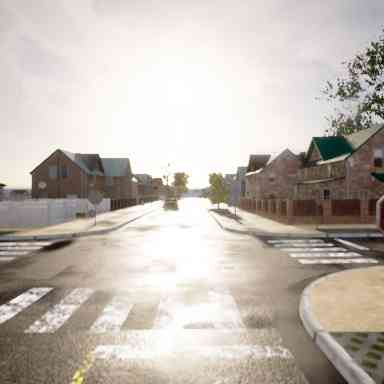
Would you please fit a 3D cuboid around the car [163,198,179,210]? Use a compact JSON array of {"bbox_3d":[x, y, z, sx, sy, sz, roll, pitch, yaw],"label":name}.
[{"bbox_3d":[-2.710,1.539,43.765,1.882,1.535,5.008,0,0,0],"label":"car"}]
